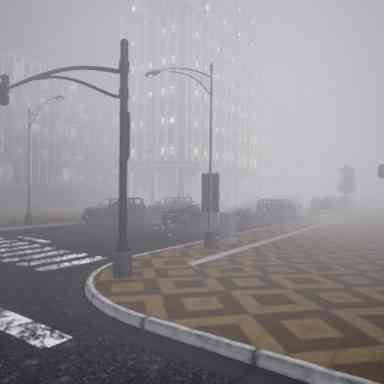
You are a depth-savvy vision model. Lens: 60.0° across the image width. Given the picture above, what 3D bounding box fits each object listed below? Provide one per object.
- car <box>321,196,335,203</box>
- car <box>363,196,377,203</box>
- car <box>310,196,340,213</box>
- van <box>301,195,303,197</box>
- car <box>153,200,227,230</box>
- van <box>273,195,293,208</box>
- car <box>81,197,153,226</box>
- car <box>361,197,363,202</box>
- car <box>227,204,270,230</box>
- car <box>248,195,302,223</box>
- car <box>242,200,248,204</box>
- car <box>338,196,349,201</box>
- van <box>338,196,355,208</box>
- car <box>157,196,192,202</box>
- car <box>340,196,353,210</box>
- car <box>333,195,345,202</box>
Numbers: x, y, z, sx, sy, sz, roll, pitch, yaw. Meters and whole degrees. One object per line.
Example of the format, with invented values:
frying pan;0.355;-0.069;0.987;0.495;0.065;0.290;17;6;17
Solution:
car;30.025;1.651;73.445;1.802;1.307;4.206;1;0;35
car;39.662;1.617;73.410;1.967;1.590;4.097;1;0;35
car;15.419;1.446;39.139;2.192;1.841;5.009;1;0;35
van;17.189;1.386;55.345;1.690;1.788;3.998;1;0;35
car;0.014;1.559;21.944;2.128;1.511;4.902;1;0;35
van;13.979;1.379;50.821;1.690;1.788;3.998;1;0;35
car;-5.383;1.310;23.747;2.192;1.841;5.009;1;0;35
car;44.129;1.679;84.140;2.128;1.511;4.902;1;0;35
car;3.335;1.687;21.977;1.802;1.307;4.206;1;0;35
car;6.832;1.428;26.900;2.192;1.841;5.009;1;0;35
car;7.802;1.465;42.225;1.967;1.590;4.097;1;0;35
car;39.654;1.650;87.019;1.947;1.339;4.313;1;0;35
van;23.616;1.488;50.786;1.690;1.788;3.998;1;0;35
car;-1.720;1.318;28.911;2.192;1.841;5.009;1;0;35
car;20.407;1.456;46.261;2.192;1.841;5.009;1;0;35
car;36.346;1.604;82.356;1.752;1.417;4.829;1;0;35
